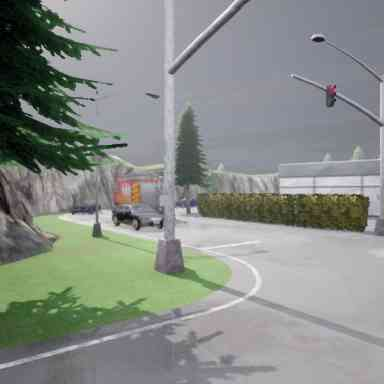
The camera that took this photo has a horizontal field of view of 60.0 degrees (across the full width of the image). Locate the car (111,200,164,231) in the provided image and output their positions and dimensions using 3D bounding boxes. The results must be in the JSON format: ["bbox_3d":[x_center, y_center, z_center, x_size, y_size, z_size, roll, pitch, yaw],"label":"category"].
[{"bbox_3d":[-3.470,1.492,21.076,2.128,1.511,4.902,0,0,-36],"label":"car"}]

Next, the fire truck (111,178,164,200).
[{"bbox_3d":[-5.024,0.343,30.263,2.891,3.827,8.468,-2,1,-22],"label":"fire truck"}]

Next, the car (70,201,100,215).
[{"bbox_3d":[-10.756,1.601,33.637,1.895,1.301,4.718,0,0,-2],"label":"car"}]

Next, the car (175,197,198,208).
[{"bbox_3d":[-0.612,1.505,49.553,5.008,1.535,1.882,0,0,-39],"label":"car"}]
